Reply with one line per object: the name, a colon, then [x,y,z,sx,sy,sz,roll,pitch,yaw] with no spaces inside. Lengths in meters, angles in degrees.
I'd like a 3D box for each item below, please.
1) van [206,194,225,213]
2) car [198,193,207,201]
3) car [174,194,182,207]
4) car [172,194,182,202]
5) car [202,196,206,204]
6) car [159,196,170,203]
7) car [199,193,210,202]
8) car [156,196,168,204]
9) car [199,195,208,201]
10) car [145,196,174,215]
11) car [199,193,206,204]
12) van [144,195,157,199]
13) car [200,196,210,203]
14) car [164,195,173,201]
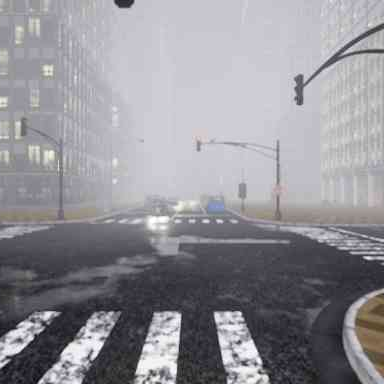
van: [2.691,1.314,36.318,1.690,1.788,3.998,0,0,0]
car: [2.776,1.246,86.168,2.192,1.841,5.009,0,0,0]
car: [-3.131,1.509,51.790,2.033,1.411,5.357,0,0,1]
car: [-2.992,1.232,67.668,1.882,1.535,5.008,0,0,0]
car: [2.622,1.513,41.857,1.887,1.381,4.507,0,0,0]
car: [-5.671,1.497,69.583,2.008,1.369,4.403,0,0,0]
car: [2.732,1.256,75.090,2.192,1.841,5.009,0,0,0]
car: [-5.694,1.517,64.044,1.947,1.339,4.313,0,0,0]
car: [2.753,1.502,80.629,1.947,1.339,4.313,0,0,0]
car: [-3.233,1.463,33.694,2.128,1.511,4.902,0,0,-1]
car: [2.688,1.266,64.011,2.192,1.841,5.009,0,0,0]
van: [-5.759,1.306,47.426,1.690,1.788,3.998,0,0,0]
car: [2.709,1.491,69.550,1.887,1.381,4.507,0,0,0]
car: [-5.627,1.518,80.662,1.802,1.307,4.206,0,0,0]
